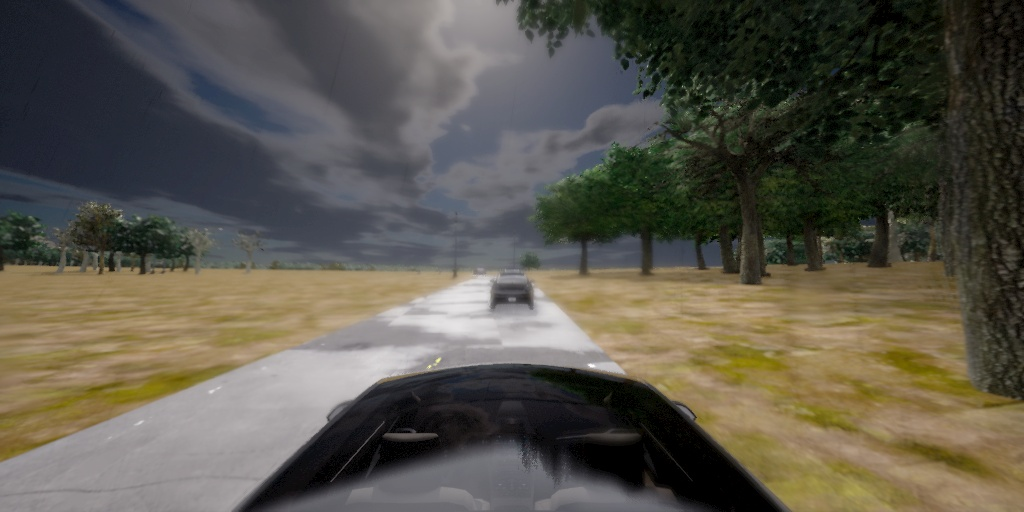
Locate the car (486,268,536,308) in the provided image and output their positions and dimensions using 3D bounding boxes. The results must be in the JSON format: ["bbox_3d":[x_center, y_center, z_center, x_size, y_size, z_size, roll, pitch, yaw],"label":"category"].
[{"bbox_3d":[0.023,1.497,16.547,1.837,1.490,4.892,0,0,0],"label":"car"}]
